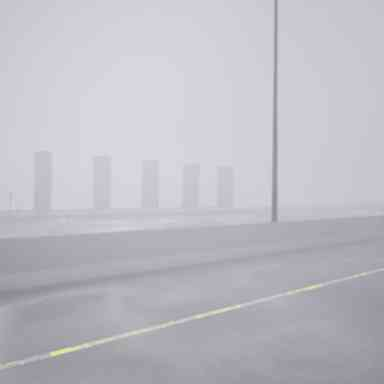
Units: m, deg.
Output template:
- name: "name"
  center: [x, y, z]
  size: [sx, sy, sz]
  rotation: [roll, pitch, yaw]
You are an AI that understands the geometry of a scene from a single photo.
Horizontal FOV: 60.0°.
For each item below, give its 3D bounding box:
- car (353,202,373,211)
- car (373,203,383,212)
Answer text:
- name: "car"
  center: [25.585, 2.107, 49.028]
  size: [4.181, 1.385, 1.994]
  rotation: [1, 0, -37]
- name: "car"
  center: [27.492, 2.047, 46.087]
  size: [4.892, 1.490, 1.837]
  rotation: [1, 0, -37]
